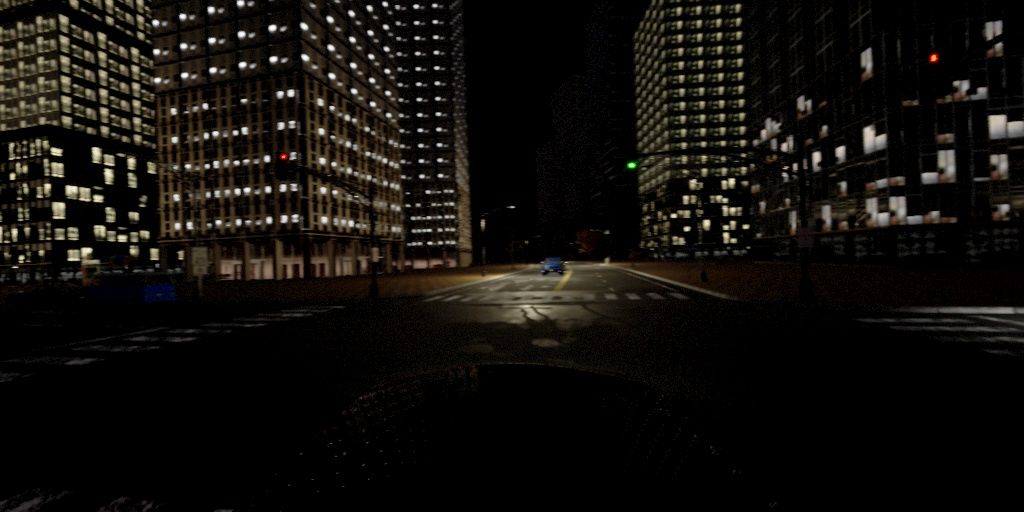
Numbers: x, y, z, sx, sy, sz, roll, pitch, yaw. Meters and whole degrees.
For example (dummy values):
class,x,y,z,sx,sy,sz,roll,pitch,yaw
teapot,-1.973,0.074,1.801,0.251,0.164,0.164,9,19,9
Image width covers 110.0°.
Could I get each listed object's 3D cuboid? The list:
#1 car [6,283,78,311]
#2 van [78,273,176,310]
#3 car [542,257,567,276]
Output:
class,x,y,z,sx,sy,sz,roll,pitch,yaw
car,-24.804,2.132,19.378,4.507,1.381,1.888,0,0,12
van,-19.377,1.762,18.281,3.998,1.789,1.690,0,0,12
car,4.652,1.171,40.546,2.150,2.045,5.566,-2,0,11
